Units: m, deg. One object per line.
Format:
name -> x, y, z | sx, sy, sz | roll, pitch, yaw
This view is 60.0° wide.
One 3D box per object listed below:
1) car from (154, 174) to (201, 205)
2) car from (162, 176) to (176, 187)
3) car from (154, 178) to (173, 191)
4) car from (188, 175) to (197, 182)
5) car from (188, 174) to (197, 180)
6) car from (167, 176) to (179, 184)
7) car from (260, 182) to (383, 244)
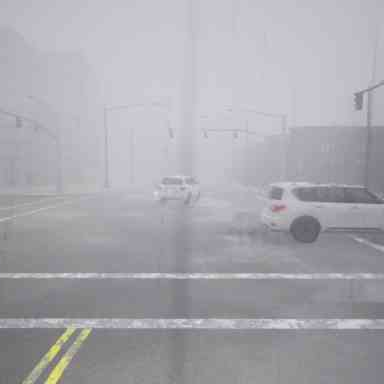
car -> -0.840, -0.227, 25.526 | 2.150, 2.045, 5.566 | 2, 4, 15
car -> -3.524, -1.675, 51.308 | 1.837, 1.490, 4.892 | 0, 4, 0
car -> -3.541, -0.950, 41.401 | 1.994, 1.385, 4.181 | 0, 4, 0
car -> 0.097, -2.950, 70.872 | 1.994, 1.385, 4.181 | 0, 4, 0
car -> 0.110, -3.672, 80.699 | 2.033, 1.411, 5.357 | 0, 4, 0
car -> -3.482, -2.259, 61.427 | 1.895, 1.301, 4.718 | 0, 4, 0
car -> 5.346, 0.671, 12.164 | 5.566, 2.045, 2.150 | 0, 4, 0
